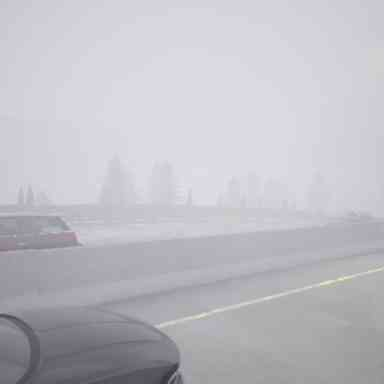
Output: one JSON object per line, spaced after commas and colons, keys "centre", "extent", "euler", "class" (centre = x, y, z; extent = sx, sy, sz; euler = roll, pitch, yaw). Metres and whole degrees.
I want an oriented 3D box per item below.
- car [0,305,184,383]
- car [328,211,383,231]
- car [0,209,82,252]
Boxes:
{"centre": [-2.345, 1.471, 2.073], "extent": [5.008, 1.535, 1.882], "euler": [0, 0, -35], "class": "car"}
{"centre": [12.514, 2.251, 25.810], "extent": [4.902, 1.511, 2.128], "euler": [5, -3, -35], "class": "car"}
{"centre": [-5.300, 1.357, 8.809], "extent": [4.553, 1.767, 2.097], "euler": [1, 0, -35], "class": "car"}
